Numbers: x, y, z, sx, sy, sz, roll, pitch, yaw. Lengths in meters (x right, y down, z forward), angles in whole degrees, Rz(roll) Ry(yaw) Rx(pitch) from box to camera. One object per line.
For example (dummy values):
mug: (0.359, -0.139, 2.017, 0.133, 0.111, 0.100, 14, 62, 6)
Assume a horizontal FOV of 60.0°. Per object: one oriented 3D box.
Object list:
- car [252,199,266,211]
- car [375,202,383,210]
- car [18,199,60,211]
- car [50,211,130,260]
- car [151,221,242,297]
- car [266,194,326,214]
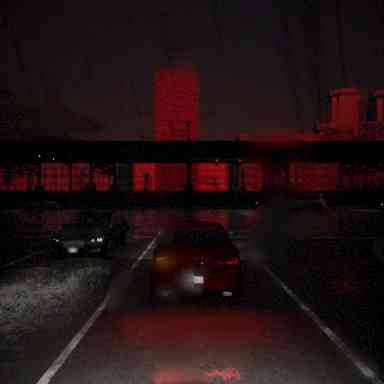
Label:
car: (9.314, 1.321, 38.787, 4.553, 1.767, 2.097, 0, 0, 2)
car: (23.713, 1.392, 38.400, 4.674, 1.442, 1.812, -1, 0, 2)
car: (-18.176, 1.526, 39.529, 4.674, 1.442, 1.812, 0, 0, 2)
car: (-3.580, 1.498, 12.472, 2.128, 1.511, 4.902, 0, 0, 0)
car: (0.095, 1.478, 8.637, 1.882, 1.535, 5.008, 0, 0, 0)
car: (11.058, 1.183, 34.533, 5.566, 2.045, 2.150, 0, 0, -10)
